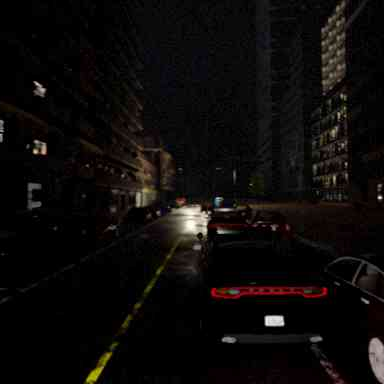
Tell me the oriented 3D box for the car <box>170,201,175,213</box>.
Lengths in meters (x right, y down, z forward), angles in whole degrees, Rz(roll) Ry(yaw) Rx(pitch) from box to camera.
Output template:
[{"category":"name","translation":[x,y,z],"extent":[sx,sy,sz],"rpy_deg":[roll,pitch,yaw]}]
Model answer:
[{"category":"car","translation":[-3.674,2.077,44.177],"extent":[1.752,1.417,4.829],"rpy_deg":[0,-1,3]}]

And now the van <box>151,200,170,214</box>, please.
[{"category":"van","translation":[-3.908,1.831,38.785],"extent":[1.690,1.788,3.998],"rpy_deg":[0,-1,3]}]

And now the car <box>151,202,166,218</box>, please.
[{"category":"car","translation":[-4.153,1.978,33.218],"extent":[2.008,1.369,4.403],"rpy_deg":[0,-1,3]}]

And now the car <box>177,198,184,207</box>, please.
[{"category":"car","translation":[-2.945,2.267,60.869],"extent":[1.752,1.417,4.829],"rpy_deg":[0,-1,3]}]

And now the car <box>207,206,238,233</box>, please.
[{"category":"car","translation":[1.976,1.754,22.780],"extent":[1.837,1.490,4.892],"rpy_deg":[-1,-1,2]}]

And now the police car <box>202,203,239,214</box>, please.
[{"category":"police car","translation":[1.651,1.608,16.887],"extent":[1.930,1.638,5.238],"rpy_deg":[-1,-1,2]}]

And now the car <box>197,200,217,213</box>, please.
[{"category":"car","translation":[2.036,2.102,44.287],"extent":[1.895,1.301,4.718],"rpy_deg":[-1,-1,3]}]

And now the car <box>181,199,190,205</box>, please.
[{"category":"car","translation":[-1.723,2.610,88.858],"extent":[1.887,1.381,4.507],"rpy_deg":[0,-1,3]}]

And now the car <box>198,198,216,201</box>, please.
[{"category":"car","translation":[2.447,2.092,54.199],"extent":[1.882,1.535,5.008],"rpy_deg":[-1,-1,2]}]

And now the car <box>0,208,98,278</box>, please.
[{"category":"car","translation":[-5.123,1.490,10.964],"extent":[2.192,1.841,5.009],"rpy_deg":[0,-1,3]}]

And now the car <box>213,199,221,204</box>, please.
[{"category":"car","translation":[6.656,2.513,88.662],"extent":[1.752,1.417,4.829],"rpy_deg":[0,-1,3]}]

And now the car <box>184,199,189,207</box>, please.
[{"category":"car","translation":[-2.450,2.187,72.169],"extent":[2.192,1.841,5.009],"rpy_deg":[0,-1,3]}]

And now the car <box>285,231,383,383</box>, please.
[{"category":"car","translation":[3.005,1.584,5.032],"extent":[2.008,1.369,4.403],"rpy_deg":[0,-1,3]}]

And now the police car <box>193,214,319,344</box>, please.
[{"category":"police car","translation":[1.066,1.497,6.902],"extent":[1.930,1.638,5.238],"rpy_deg":[-1,-1,0]}]

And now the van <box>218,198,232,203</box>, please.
[{"category":"van","translation":[4.707,1.815,43.983],"extent":[1.690,1.788,3.998],"rpy_deg":[0,-1,3]}]

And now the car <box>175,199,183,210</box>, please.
[{"category":"car","translation":[-3.180,2.231,55.473],"extent":[2.008,1.369,4.403],"rpy_deg":[0,-1,3]}]

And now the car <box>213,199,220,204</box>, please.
[{"category":"car","translation":[6.891,2.595,94.057],"extent":[1.887,1.381,4.507],"rpy_deg":[0,-1,3]}]

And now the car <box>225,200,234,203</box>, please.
[{"category":"car","translation":[3.977,1.724,27.290],"extent":[1.967,1.590,4.097],"rpy_deg":[0,-1,3]}]

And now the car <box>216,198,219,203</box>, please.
[{"category":"car","translation":[5.191,2.182,55.107],"extent":[1.802,1.307,4.206],"rpy_deg":[0,-1,3]}]

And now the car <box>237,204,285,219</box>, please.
[{"category":"car","translation":[3.491,1.598,16.161],"extent":[1.967,1.590,4.097],"rpy_deg":[0,-1,3]}]

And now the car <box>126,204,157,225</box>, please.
[{"category":"car","translation":[-4.395,1.929,27.654],"extent":[1.947,1.339,4.313],"rpy_deg":[0,-1,3]}]

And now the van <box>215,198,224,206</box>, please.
[{"category":"van","translation":[5.921,2.133,71.804],"extent":[1.690,1.788,3.998],"rpy_deg":[0,-1,3]}]

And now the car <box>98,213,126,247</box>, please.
[{"category":"car","translation":[-4.882,1.782,16.526],"extent":[1.887,1.381,4.507],"rpy_deg":[0,-1,3]}]

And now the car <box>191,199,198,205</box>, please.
[{"category":"car","translation":[0.720,2.541,83.380],"extent":[1.994,1.385,4.181],"rpy_deg":[-1,-1,2]}]
